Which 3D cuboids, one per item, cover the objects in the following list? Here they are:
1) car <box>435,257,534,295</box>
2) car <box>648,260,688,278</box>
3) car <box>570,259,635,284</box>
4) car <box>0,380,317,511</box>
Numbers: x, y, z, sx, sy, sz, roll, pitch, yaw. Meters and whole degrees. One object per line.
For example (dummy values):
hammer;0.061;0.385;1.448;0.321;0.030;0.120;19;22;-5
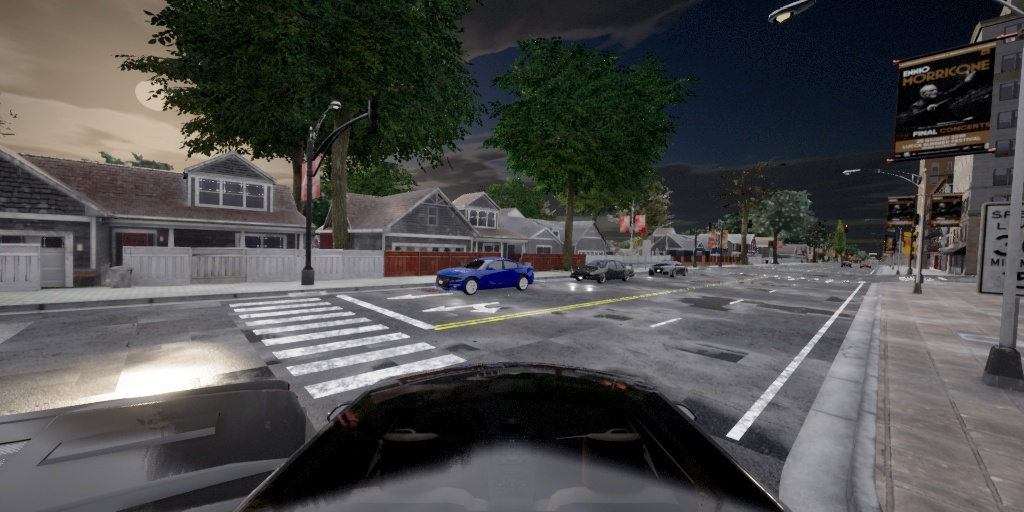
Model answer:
car;-1.119;0.816;16.464;5.008;1.535;1.882;0;2;-44
car;13.241;1.016;30.310;4.181;1.385;1.994;0;2;-44
car;6.045;0.941;23.386;5.357;1.411;2.033;0;2;-44
car;-3.309;1.290;1.277;4.718;1.301;1.895;1;2;-34
